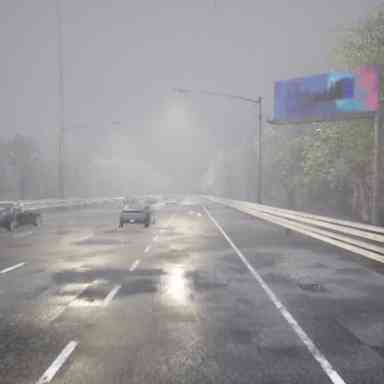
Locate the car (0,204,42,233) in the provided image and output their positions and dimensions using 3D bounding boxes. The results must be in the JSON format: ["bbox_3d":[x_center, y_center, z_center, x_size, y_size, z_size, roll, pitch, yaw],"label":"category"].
[{"bbox_3d":[-10.493,1.441,19.343,2.128,1.511,4.902,0,0,0],"label":"car"}]

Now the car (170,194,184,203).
[{"bbox_3d":[-3.470,1.490,76.662,2.097,1.767,4.553,0,0,0],"label":"car"}]

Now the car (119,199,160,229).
[{"bbox_3d":[-3.497,1.490,21.917,2.128,1.511,4.902,0,0,0],"label":"car"}]

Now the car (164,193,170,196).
[{"bbox_3d":[-6.962,1.406,94.861,2.150,2.045,5.566,0,0,0],"label":"car"}]

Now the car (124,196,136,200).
[{"bbox_3d":[-10.479,1.509,57.140,2.128,1.511,4.902,0,0,0],"label":"car"}]

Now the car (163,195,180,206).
[{"bbox_3d":[-3.477,1.665,57.031,1.895,1.301,4.718,0,0,0],"label":"car"}]

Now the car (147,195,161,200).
[{"bbox_3d":[-6.979,1.588,57.053,2.033,1.411,5.357,0,0,0],"label":"car"}]
